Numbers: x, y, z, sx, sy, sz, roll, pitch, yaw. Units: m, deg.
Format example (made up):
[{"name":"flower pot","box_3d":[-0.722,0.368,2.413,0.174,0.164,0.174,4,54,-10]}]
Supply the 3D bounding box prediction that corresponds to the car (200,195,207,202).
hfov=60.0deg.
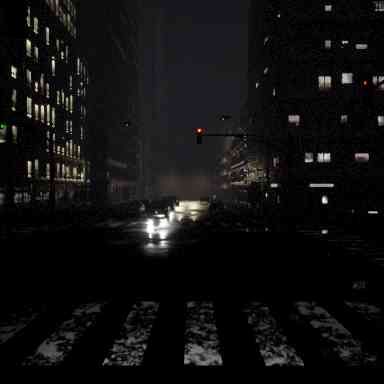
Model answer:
[{"name":"car","box_3d":[2.805,1.422,72.585,1.967,1.590,4.097,-1,0,0]}]

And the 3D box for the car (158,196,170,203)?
[{"name":"car","box_3d":[-5.583,1.528,66.944,1.887,1.381,4.507,-1,0,0]}]

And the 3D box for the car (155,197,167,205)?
[{"name":"car","box_3d":[-5.593,1.567,61.290,1.802,1.307,4.206,-1,0,0]}]

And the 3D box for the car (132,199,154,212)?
[{"name":"car","box_3d":[-5.635,1.555,38.672,1.947,1.339,4.313,-1,0,0]}]

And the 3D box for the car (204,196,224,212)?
[{"name":"car","box_3d":[2.745,1.540,38.657,2.008,1.369,4.403,-1,0,0]}]

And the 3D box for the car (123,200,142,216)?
[{"name":"car","box_3d":[-5.646,1.516,32.847,1.752,1.417,4.829,-1,0,0]}]

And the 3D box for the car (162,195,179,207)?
[{"name":"car","box_3d":[-3.023,1.480,40.484,2.128,1.511,4.902,0,0,0]}]

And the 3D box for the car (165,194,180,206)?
[{"name":"car","box_3d":[-2.998,1.339,50.448,2.097,1.767,4.553,0,0,0]}]

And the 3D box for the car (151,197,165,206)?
[{"name":"car","box_3d":[-5.604,1.530,55.635,1.887,1.381,4.507,-1,0,0]}]

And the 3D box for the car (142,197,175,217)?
[{"name":"car","box_3d":[-3.046,1.482,30.999,2.128,1.511,4.902,0,0,0]}]

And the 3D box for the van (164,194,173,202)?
[{"name":"van","box_3d":[-5.566,1.322,78.254,1.690,1.788,3.998,-1,0,0]}]
